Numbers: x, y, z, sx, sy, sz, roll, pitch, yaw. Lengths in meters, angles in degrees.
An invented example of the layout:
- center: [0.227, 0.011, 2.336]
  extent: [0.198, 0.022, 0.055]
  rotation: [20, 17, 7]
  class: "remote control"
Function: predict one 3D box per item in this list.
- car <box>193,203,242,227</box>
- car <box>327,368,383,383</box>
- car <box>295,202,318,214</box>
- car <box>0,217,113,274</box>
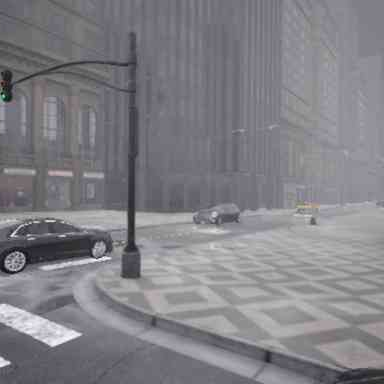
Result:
- center: [2.054, 1.627, 25.755]
  extent: [2.097, 1.767, 4.553]
  rotation: [1, 0, 36]
  class: "car"
- center: [2.473, 1.576, 1.196]
  extent: [4.313, 1.339, 1.947]
  rotation: [0, 1, 36]
  class: "car"
- center: [15.278, 2.082, 44.159]
  extent: [1.882, 1.535, 5.008]
  rotation: [1, 0, 36]
  class: "car"
- center: [-4.791, 1.584, 10.854]
  extent: [1.837, 1.490, 4.892]
  rotation: [1, -1, 36]
  class: "car"
